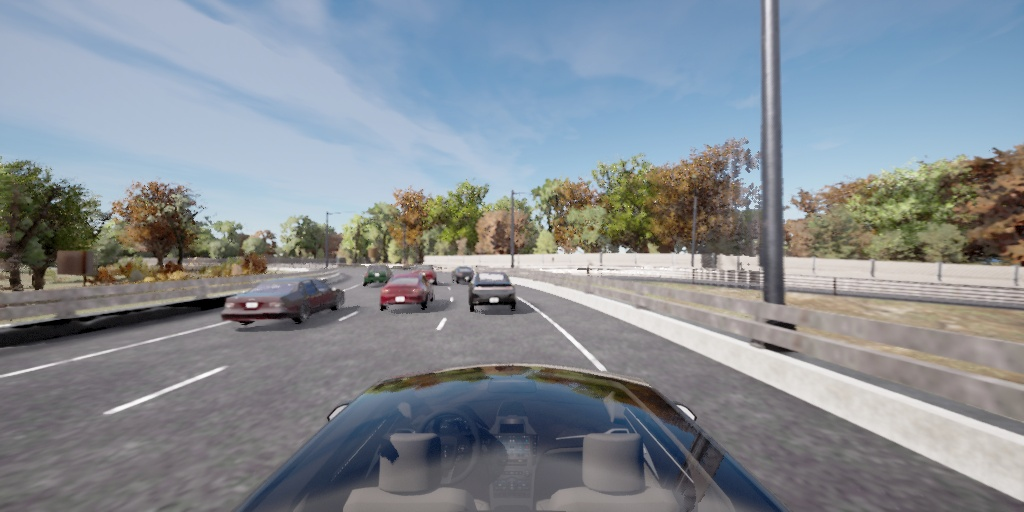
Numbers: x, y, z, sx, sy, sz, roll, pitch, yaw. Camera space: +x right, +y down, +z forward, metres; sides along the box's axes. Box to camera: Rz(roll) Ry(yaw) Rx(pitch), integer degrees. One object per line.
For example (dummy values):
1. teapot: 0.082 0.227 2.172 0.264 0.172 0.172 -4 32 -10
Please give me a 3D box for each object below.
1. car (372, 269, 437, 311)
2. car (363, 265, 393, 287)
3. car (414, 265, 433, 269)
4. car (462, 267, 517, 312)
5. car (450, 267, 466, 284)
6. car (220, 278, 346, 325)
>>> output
1. car: -4.512 1.477 15.766 1.812 1.442 4.674 0 -1 -8
2. car: -10.920 1.510 29.652 2.097 1.767 4.553 0 -1 -15
3. car: -7.512 1.507 30.442 2.097 1.767 4.553 0 -1 -15
4. car: -0.931 1.425 15.410 2.128 1.511 4.902 0 -1 -7
5. car: -4.315 1.689 32.003 1.812 1.442 4.674 0 -1 -16
6. car: -7.643 1.471 12.658 2.033 1.411 5.357 0 -1 -6
